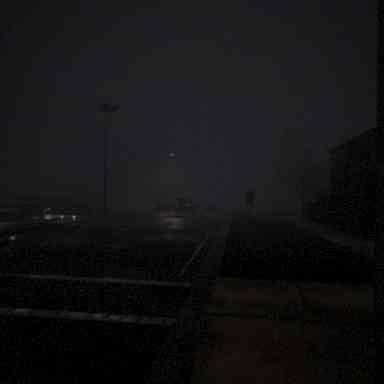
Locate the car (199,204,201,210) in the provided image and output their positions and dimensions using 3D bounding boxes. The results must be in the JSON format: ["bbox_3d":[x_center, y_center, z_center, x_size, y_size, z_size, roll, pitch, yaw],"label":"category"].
[{"bbox_3d":[0.413,2.417,55.985,2.033,1.411,5.357,1,-1,7],"label":"car"}]

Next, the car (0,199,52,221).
[{"bbox_3d":[-14.788,1.624,29.115,1.882,1.535,5.008,1,-1,7],"label":"car"}]

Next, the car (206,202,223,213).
[{"bbox_3d":[3.122,2.344,48.917,1.812,1.442,4.674,1,-1,8],"label":"car"}]

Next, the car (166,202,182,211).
[{"bbox_3d":[-3.058,2.369,56.439,1.994,1.385,4.181,1,-1,7],"label":"car"}]

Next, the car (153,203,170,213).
[{"bbox_3d":[-4.160,2.210,47.522,1.994,1.385,4.181,1,-1,8],"label":"car"}]

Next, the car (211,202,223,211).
[{"bbox_3d":[4.414,2.501,58.824,1.837,1.490,4.892,1,-1,7],"label":"car"}]

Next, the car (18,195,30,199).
[{"bbox_3d":[-20.277,1.435,41.019,2.150,2.045,5.566,1,-1,8],"label":"car"}]

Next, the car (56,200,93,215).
[{"bbox_3d":[-13.488,1.925,39.028,1.895,1.301,4.718,1,-1,8],"label":"car"}]

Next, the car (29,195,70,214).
[{"bbox_3d":[-16.816,1.498,40.473,2.150,2.045,5.566,1,-1,8],"label":"car"}]

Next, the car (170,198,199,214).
[{"bbox_3d":[-0.903,1.903,45.435,2.150,2.045,5.566,1,-1,10],"label":"car"}]
